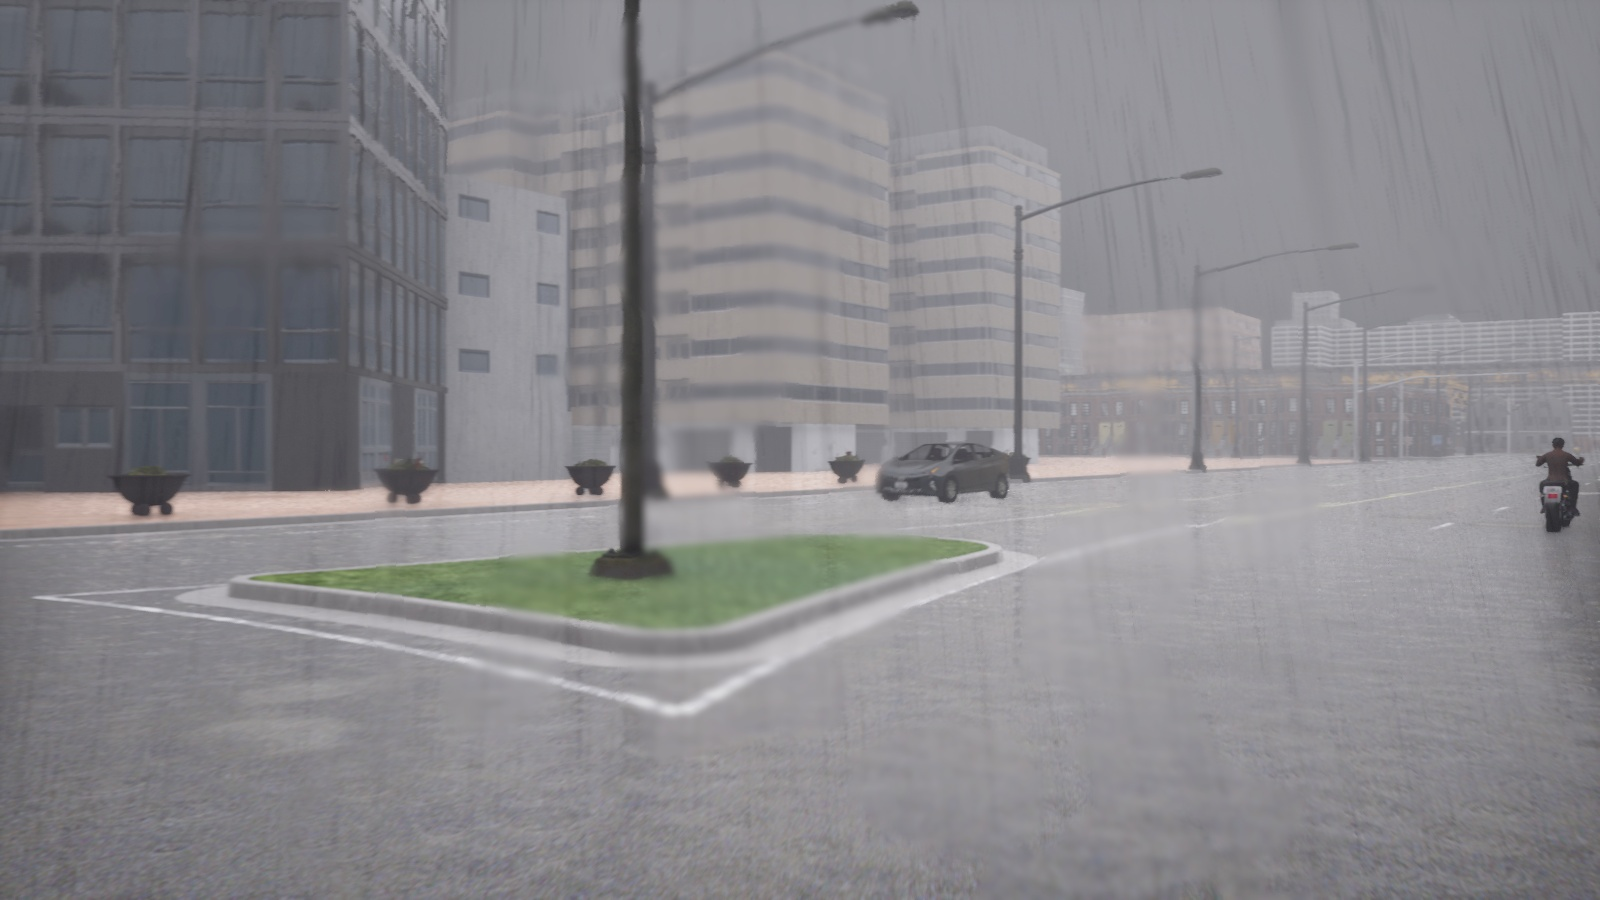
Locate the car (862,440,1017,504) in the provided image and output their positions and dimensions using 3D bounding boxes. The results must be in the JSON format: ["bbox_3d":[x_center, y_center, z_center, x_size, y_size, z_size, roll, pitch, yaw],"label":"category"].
[{"bbox_3d":[3.700,0.518,32.578,2.007,1.525,4.514,0,0,36],"label":"car"}]

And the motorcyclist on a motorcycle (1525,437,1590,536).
[{"bbox_3d":[13.268,0.602,21.974,0.766,1.649,2.350,0,0,36],"label":"motorcyclist on a motorcycle"}]
